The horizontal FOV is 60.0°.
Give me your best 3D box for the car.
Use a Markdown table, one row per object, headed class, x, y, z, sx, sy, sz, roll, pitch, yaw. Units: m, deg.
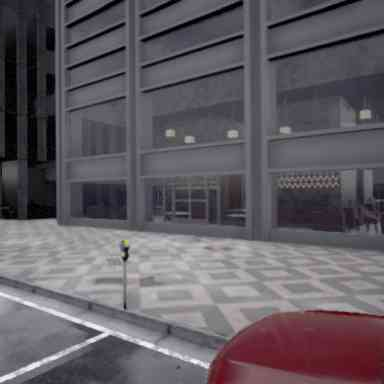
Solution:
| class | x | y | z | sx | sy | sz | roll | pitch | yaw |
| --- | --- | --- | --- | --- | --- | --- | --- | --- | --- |
| car | 2.291 | 1.303 | 1.328 | 5.009 | 1.841 | 2.192 | -1 | 0 | 36 |
